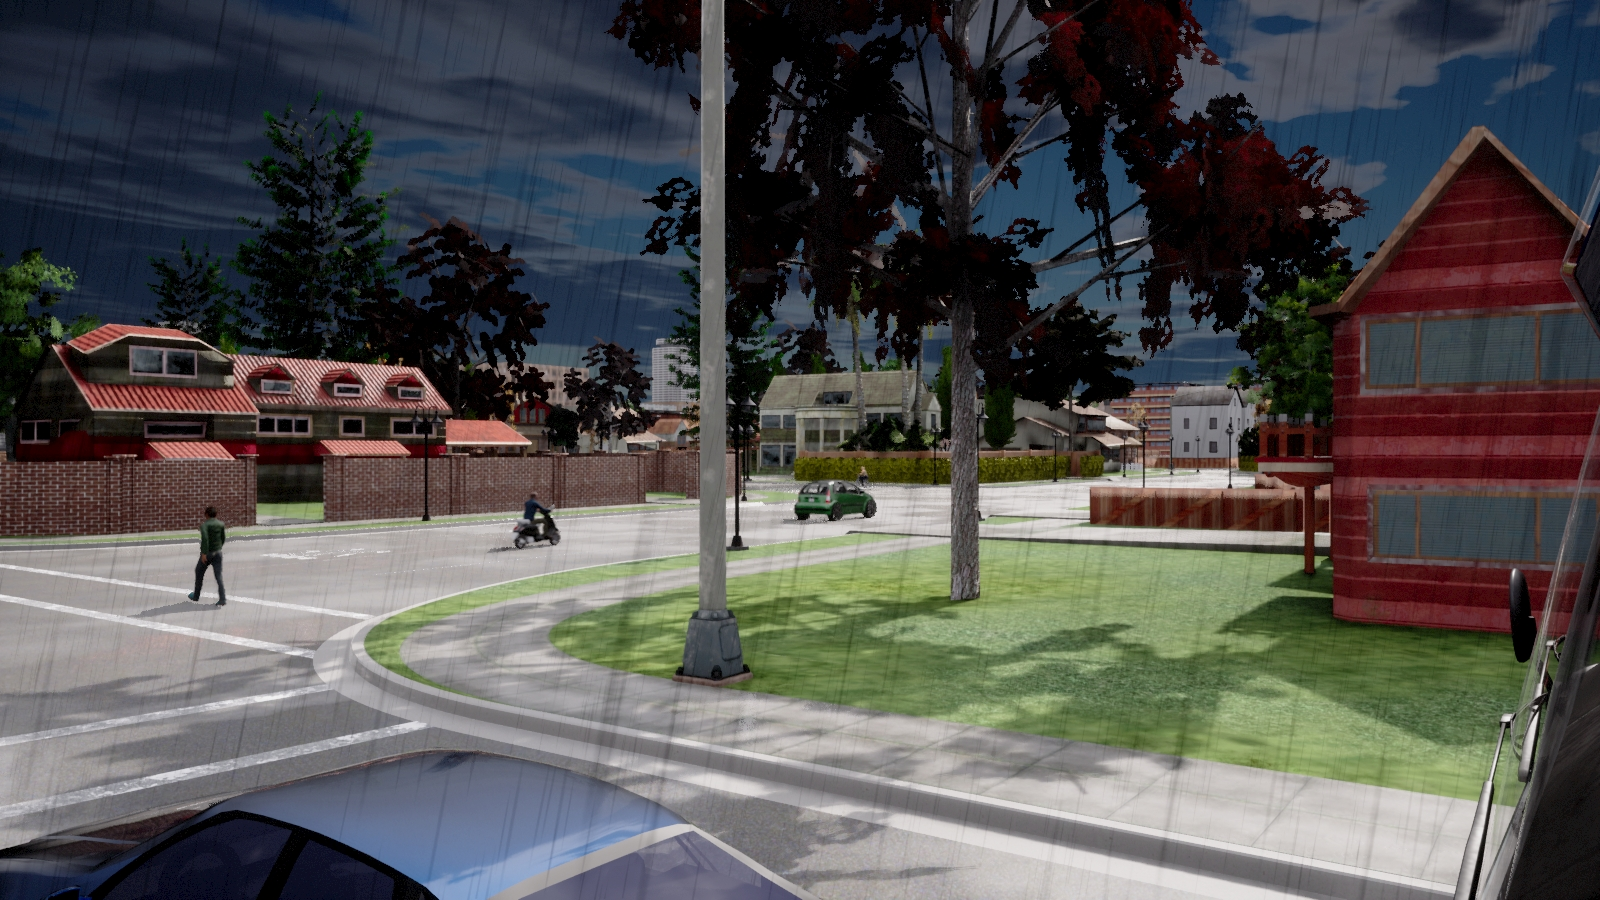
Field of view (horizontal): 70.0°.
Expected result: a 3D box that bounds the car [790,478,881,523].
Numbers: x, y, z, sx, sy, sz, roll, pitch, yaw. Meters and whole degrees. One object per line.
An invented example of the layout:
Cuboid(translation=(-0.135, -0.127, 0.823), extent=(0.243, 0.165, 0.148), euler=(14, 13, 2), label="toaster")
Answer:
Cuboid(translation=(1.490, 1.999, 46.284), extent=(1.851, 1.617, 3.988), euler=(0, 0, 33), label="car")

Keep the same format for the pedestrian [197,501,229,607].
Cuboid(translation=(-10.504, 1.848, 20.438), extent=(0.375, 1.860, 0.375), euler=(0, 0, 32), label="pedestrian")

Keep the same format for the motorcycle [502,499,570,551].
Cuboid(translation=(-7.560, 2.129, 32.741), extent=(0.856, 1.341, 1.805), euler=(0, 0, 34), label="motorcycle")

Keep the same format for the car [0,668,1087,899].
Cuboid(translation=(-1.713, 2.106, 4.943), extent=(5.357, 1.411, 2.033), euler=(0, 0, 36), label="car")

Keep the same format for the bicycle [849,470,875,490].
Cuboid(translation=(4.178, 2.032, 77.373), extent=(1.487, 1.301, 0.859), euler=(1, 0, 32), label="bicycle")
